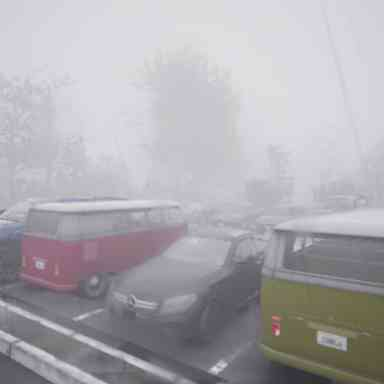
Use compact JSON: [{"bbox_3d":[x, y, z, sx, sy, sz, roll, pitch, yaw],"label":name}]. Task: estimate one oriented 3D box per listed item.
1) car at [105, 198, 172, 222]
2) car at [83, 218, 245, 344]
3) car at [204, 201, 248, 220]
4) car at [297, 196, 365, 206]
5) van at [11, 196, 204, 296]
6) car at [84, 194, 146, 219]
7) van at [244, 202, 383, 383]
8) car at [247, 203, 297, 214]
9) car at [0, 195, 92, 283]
[{"bbox_3d":[-3.882,1.267,25.244,2.097,1.535,5.008,1,1,36],"label":"car"},{"bbox_3d":[0.445,1.515,6.711,2.002,1.452,4.674,1,1,36],"label":"car"},{"bbox_3d":[2.996,1.420,20.302,2.163,1.488,4.792,1,1,36],"label":"car"},{"bbox_3d":[7.596,1.221,17.020,2.435,2.045,5.566,1,1,36],"label":"car"},{"bbox_3d":[-1.785,1.208,8.443,1.878,1.987,4.442,1,1,36],"label":"van"},{"bbox_3d":[-6.092,1.102,26.790,2.185,1.767,4.553,1,1,36],"label":"car"},{"bbox_3d":[2.716,1.285,5.230,1.878,1.987,4.442,1,0,36],"label":"van"},{"bbox_3d":[5.294,1.461,18.662,2.163,1.488,4.792,1,1,36],"label":"car"},{"bbox_3d":[-4.169,1.142,9.966,2.435,2.045,5.566,1,1,36],"label":"car"}]
